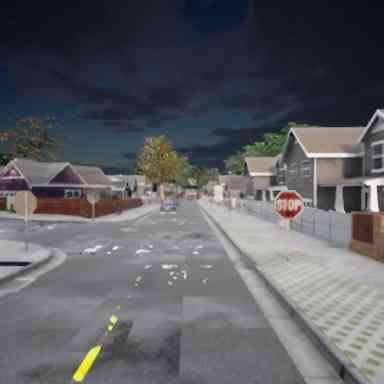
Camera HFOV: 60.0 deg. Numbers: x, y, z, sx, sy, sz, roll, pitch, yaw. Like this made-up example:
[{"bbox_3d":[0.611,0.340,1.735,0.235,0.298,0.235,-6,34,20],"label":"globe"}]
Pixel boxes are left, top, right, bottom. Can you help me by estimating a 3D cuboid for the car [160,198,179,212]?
[{"bbox_3d":[-3.059,1.792,43.515,1.812,1.442,4.674,0,0,0],"label":"car"}]
